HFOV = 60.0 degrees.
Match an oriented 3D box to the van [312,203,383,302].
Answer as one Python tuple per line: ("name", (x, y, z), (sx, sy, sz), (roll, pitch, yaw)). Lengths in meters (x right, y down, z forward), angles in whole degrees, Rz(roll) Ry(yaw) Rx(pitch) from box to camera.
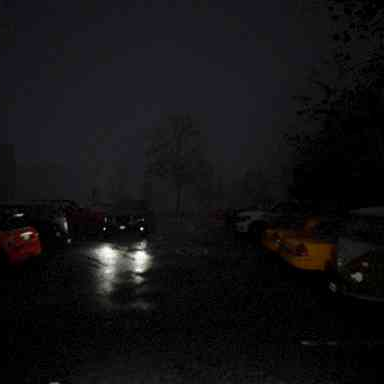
("van", (4.976, 1.283, 6.533), (4.442, 1.987, 1.878), (0, 0, 0))

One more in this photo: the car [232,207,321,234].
("car", (5.076, 1.702, 20.494), (4.892, 1.521, 2.231), (0, -1, 0))

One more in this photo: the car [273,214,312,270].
("car", (5.278, 1.530, 9.325), (5.366, 1.575, 1.946), (0, 0, 0))

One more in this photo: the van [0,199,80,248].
("van", (-7.059, 1.352, 13.138), (4.442, 1.987, 1.878), (0, -1, 0))

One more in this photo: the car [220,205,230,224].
("car", (5.042, 1.507, 23.168), (5.566, 2.045, 2.435), (0, -1, 0))

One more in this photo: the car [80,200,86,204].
("car", (-7.177, 1.677, 25.279), (4.553, 1.767, 2.185), (0, -1, 0))

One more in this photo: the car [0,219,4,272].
("car", (-7.360, 1.512, 7.180), (5.366, 1.575, 1.946), (0, 0, 0))

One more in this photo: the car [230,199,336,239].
("car", (5.066, 1.394, 17.706), (5.566, 2.045, 2.435), (0, -1, 0))

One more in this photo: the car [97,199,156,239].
("car", (-3.318, 1.408, 18.688), (2.150, 2.045, 5.566), (0, -1, 0))

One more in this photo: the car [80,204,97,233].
("car", (-7.189, 1.737, 22.242), (5.008, 1.535, 2.097), (0, -1, 0))

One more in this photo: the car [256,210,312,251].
("car", (5.279, 1.559, 11.986), (5.366, 1.575, 1.946), (0, -1, 0))

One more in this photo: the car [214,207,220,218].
("car", (4.343, 2.156, 37.282), (1.882, 1.535, 5.008), (-2, -3, 36))

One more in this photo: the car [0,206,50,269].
("car", (-7.144, 1.414, 10.099), (4.553, 1.767, 2.185), (0, 0, 0))
